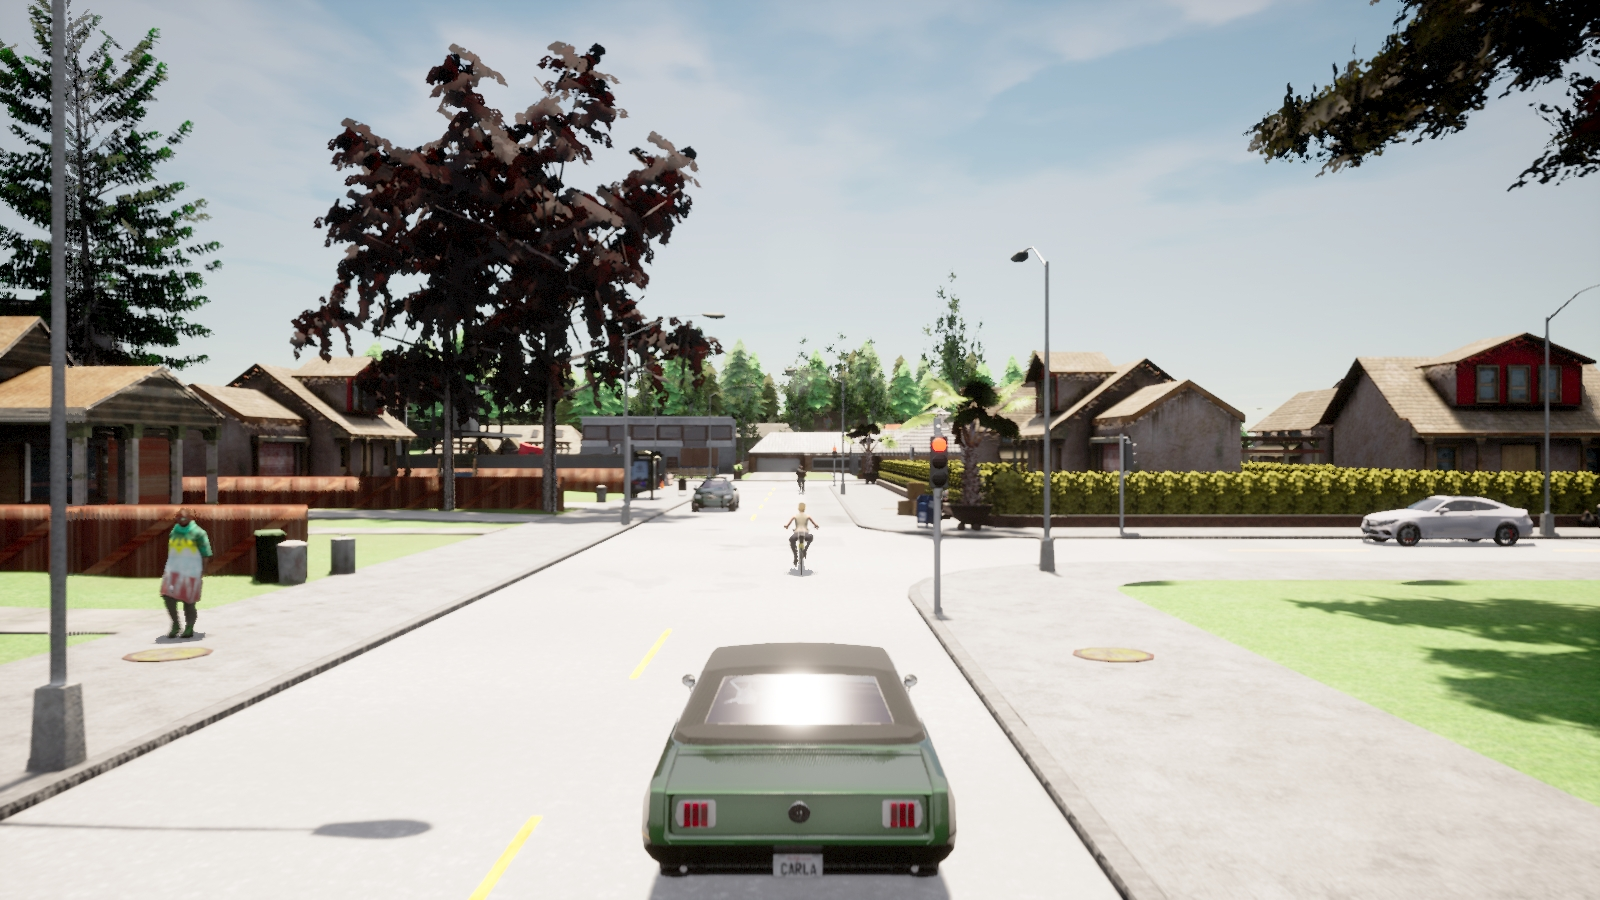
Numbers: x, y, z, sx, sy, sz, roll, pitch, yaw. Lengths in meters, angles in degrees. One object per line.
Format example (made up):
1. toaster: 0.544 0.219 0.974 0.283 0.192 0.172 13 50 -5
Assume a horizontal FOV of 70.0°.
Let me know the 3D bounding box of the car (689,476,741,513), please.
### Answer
1. car: -3.911 2.037 53.303 2.038 1.542 4.974 0 0 0

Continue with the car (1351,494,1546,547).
1. car: 19.186 2.081 33.955 4.674 1.442 2.002 0 0 0

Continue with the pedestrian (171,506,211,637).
1. pedestrian: -8.787 1.743 16.489 0.375 1.860 0.375 0 0 1

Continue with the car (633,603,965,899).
1. car: -0.003 2.155 8.872 1.895 1.301 4.718 0 0 0
